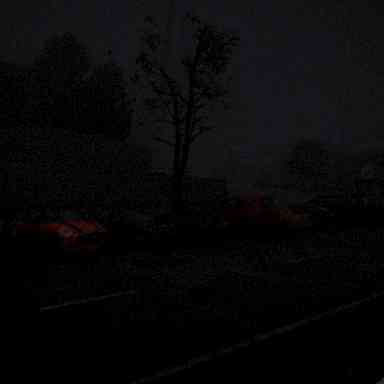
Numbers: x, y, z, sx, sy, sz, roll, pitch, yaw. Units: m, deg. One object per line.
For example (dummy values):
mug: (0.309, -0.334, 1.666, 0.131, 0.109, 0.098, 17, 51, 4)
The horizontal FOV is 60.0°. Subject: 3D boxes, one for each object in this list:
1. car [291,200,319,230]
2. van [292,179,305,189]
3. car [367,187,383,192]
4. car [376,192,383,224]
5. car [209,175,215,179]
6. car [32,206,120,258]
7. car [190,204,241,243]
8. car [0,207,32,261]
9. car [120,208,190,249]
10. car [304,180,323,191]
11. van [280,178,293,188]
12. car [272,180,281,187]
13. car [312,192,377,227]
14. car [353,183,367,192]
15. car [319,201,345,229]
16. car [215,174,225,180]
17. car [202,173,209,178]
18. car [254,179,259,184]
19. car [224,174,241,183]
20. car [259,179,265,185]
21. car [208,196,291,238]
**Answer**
car: (4.357, 1.482, 19.832, 5.366, 1.575, 1.946, -1, -1, 35)
van: (23.081, -1.575, 69.052, 1.878, 1.987, 4.442, 7, 4, 35)
car: (31.743, 0.051, 56.833, 2.002, 1.452, 4.674, 7, 3, 35)
car: (11.905, 1.233, 24.922, 5.566, 2.045, 2.435, -1, -1, 35)
car: (7.452, -3.935, 91.272, 2.185, 1.767, 4.553, 6, 3, 34)
car: (-5.294, 1.362, 12.788, 4.553, 1.767, 2.185, -1, -1, 34)
car: (-0.407, 1.512, 16.260, 4.792, 1.488, 2.163, -1, 0, 35)
car: (-7.690, 1.366, 11.004, 4.553, 1.767, 2.185, -1, 0, 35)
car: (-2.827, 1.486, 14.514, 4.892, 1.521, 2.231, -1, -1, 35)
car: (24.841, -1.077, 66.690, 2.231, 1.521, 4.892, 7, 3, 35)
van: (21.352, -1.849, 71.523, 1.878, 1.987, 4.442, 7, 4, 35)
car: (19.778, -1.897, 74.255, 1.946, 1.575, 5.366, 7, 3, 35)
car: (9.391, 1.233, 23.217, 5.566, 2.045, 2.435, -1, -1, 35)
car: (30.052, -0.511, 59.305, 2.435, 2.045, 5.566, 7, 3, 35)
car: (6.964, 1.523, 21.460, 4.674, 1.452, 2.002, -1, -1, 35)
car: (9.246, -3.783, 88.806, 2.435, 2.045, 5.566, 7, 4, 34)
car: (5.722, -4.169, 93.742, 2.185, 1.767, 4.553, 4, 1, 33)
car: (16.203, -2.402, 79.037, 2.002, 1.452, 4.674, 7, 3, 35)
car: (11.098, -3.261, 86.547, 1.946, 1.575, 5.366, 7, 3, 34)
car: (17.946, -2.128, 76.575, 2.002, 1.452, 4.674, 7, 4, 35)
car: (2.037, 1.231, 18.005, 5.566, 2.045, 2.435, -1, -1, 35)
